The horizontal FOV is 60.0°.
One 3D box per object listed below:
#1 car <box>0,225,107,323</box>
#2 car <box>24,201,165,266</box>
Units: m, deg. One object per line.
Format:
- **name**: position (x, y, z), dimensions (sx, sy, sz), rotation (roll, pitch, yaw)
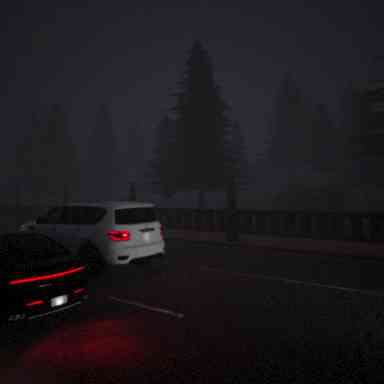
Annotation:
- **car**: position (-4.192, 1.591, 6.975), dimensions (4.892, 1.490, 1.837), rotation (-1, 0, 35)
- **car**: position (-3.419, 1.324, 10.722), dimensions (5.566, 2.045, 2.150), rotation (-1, 0, 35)
